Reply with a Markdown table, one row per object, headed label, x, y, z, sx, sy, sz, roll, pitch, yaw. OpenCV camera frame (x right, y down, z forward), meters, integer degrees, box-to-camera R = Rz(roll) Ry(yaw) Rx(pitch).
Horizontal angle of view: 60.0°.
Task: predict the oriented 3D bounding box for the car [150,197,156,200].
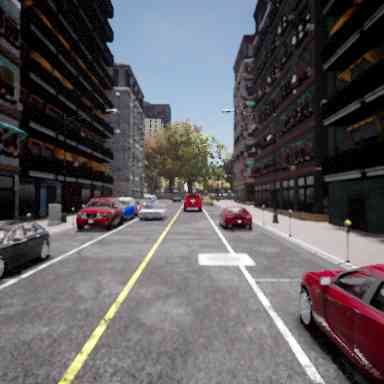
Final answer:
| label | x | y | z | sx | sy | sz | roll | pitch | yaw |
| --- | --- | --- | --- | --- | --- | --- | --- | --- | --- |
| car | -5.646 | 1.563 | 38.164 | 2.008 | 1.369 | 4.403 | 1 | 0 | 0 |

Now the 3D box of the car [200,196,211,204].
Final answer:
| label | x | y | z | sx | sy | sz | roll | pitch | yaw |
| --- | --- | --- | --- | --- | --- | --- | --- | --- | --- |
| car | 2.701 | 1.569 | 66.708 | 1.887 | 1.381 | 4.507 | 1 | 0 | 0 |

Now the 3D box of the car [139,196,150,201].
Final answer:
| label | x | y | z | sx | sy | sz | roll | pitch | yaw |
| --- | --- | --- | --- | --- | --- | --- | --- | --- | --- |
| car | -5.643 | 1.451 | 32.468 | 1.967 | 1.590 | 4.097 | 1 | 0 | 0 |

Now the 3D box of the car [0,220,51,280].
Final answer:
| label | x | y | z | sx | sy | sz | roll | pitch | yaw |
| --- | --- | --- | --- | --- | --- | --- | --- | --- | --- |
| car | -5.644 | 1.554 | 9.682 | 2.008 | 1.369 | 4.403 | 1 | 0 | 0 |

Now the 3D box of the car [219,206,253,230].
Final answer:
| label | x | y | z | sx | sy | sz | roll | pitch | yaw |
| --- | --- | --- | --- | --- | --- | --- | --- | --- | --- |
| car | 2.703 | 1.552 | 21.137 | 1.887 | 1.381 | 4.507 | 1 | 0 | 0 |

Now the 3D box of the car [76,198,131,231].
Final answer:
| label | x | y | z | sx | sy | sz | roll | pitch | yaw |
| --- | --- | --- | --- | --- | --- | --- | --- | --- | --- |
| car | -5.640 | 1.322 | 21.075 | 2.192 | 1.841 | 5.009 | 1 | 0 | 0 |

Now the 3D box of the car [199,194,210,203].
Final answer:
| label | x | y | z | sx | sy | sz | roll | pitch | yaw |
| --- | --- | --- | --- | --- | --- | --- | --- | --- | --- |
| car | 2.705 | 1.342 | 72.404 | 2.192 | 1.841 | 5.009 | 1 | 0 | 0 |

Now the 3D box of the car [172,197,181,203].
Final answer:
| label | x | y | z | sx | sy | sz | roll | pitch | yaw |
| --- | --- | --- | --- | --- | --- | --- | --- | --- | --- |
| car | -3.003 | 1.638 | 68.284 | 1.895 | 1.301 | 4.718 | 0 | 0 | 0 |

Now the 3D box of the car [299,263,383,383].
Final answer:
| label | x | y | z | sx | sy | sz | roll | pitch | yaw |
| --- | --- | --- | --- | --- | --- | --- | --- | --- | --- |
| car | 2.703 | 1.546 | 4.048 | 1.887 | 1.381 | 4.507 | 1 | 0 | 0 |

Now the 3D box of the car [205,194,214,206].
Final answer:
| label | x | y | z | sx | sy | sz | roll | pitch | yaw |
| --- | --- | --- | --- | --- | --- | --- | --- | --- | --- |
| car | 2.702 | 1.545 | 55.485 | 1.752 | 1.417 | 4.829 | 1 | 0 | 0 |

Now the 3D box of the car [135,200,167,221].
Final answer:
| label | x | y | z | sx | sy | sz | roll | pitch | yaw |
| --- | --- | --- | --- | --- | --- | --- | --- | --- | --- |
| car | -3.099 | 1.610 | 27.005 | 1.895 | 1.301 | 4.718 | 0 | 0 | 0 |

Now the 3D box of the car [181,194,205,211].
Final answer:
| label | x | y | z | sx | sy | sz | roll | pitch | yaw |
| --- | --- | --- | --- | --- | --- | --- | --- | --- | --- |
| car | 0.093 | 1.236 | 40.160 | 2.150 | 2.045 | 5.566 | 0 | 0 | 0 |

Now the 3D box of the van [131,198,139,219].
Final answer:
| label | x | y | z | sx | sy | sz | roll | pitch | yaw |
| --- | --- | --- | --- | --- | --- | --- | --- | --- | --- |
| van | -5.641 | 1.350 | 26.771 | 1.690 | 1.788 | 3.998 | 1 | 0 | 0 |
